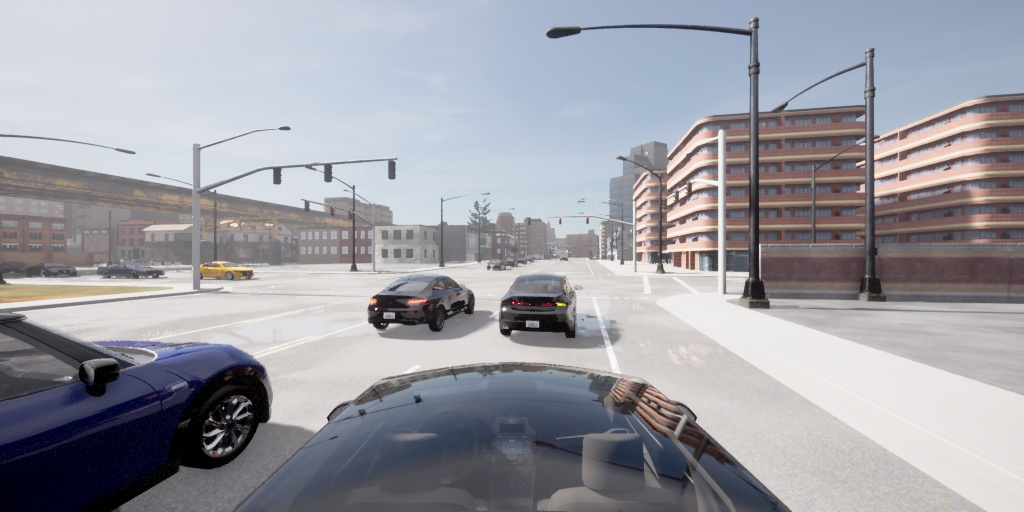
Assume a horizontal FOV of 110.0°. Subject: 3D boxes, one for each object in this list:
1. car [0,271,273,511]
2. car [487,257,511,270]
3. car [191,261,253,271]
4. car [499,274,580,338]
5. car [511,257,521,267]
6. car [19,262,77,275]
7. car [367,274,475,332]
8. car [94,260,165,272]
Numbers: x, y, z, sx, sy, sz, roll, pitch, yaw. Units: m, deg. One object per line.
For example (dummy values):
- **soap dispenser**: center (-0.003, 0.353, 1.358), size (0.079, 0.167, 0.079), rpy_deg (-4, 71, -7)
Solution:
- **car**: center (-3.858, 1.102, 2.146), size (2.097, 1.767, 4.553), rpy_deg (0, 0, 6)
- **car**: center (-2.042, 1.106, 48.061), size (2.128, 1.511, 4.902), rpy_deg (0, 1, 11)
- **car**: center (-24.605, 1.228, 30.554), size (5.008, 1.535, 1.882), rpy_deg (0, 0, 10)
- **car**: center (0.907, 1.255, 10.284), size (1.837, 1.490, 4.892), rpy_deg (0, 0, 11)
- **car**: center (-0.245, 0.957, 57.338), size (1.882, 1.535, 5.008), rpy_deg (0, 1, 11)
- **car**: center (-43.983, 1.314, 34.216), size (4.181, 1.385, 1.994), rpy_deg (0, 0, 15)
- **car**: center (-2.539, 1.276, 10.924), size (1.812, 1.442, 4.674), rpy_deg (0, 0, 11)
- **car**: center (-34.263, 1.297, 32.185), size (5.357, 1.411, 2.033), rpy_deg (0, 0, 9)
